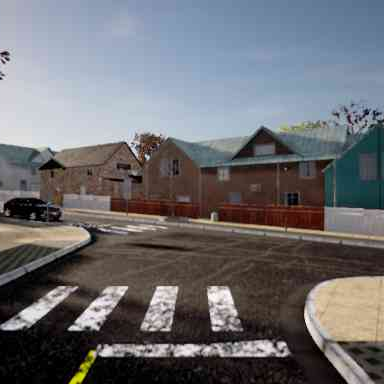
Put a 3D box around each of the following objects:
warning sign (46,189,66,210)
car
[{"bbox_3d":[-12.295,0.689,30.112,1.060,1.860,1.300,-1,1,32],"label":"warning sign"},{"bbox_3d":[-11.011,1.109,23.012,4.892,1.490,1.837,2,0,32],"label":"car"}]
